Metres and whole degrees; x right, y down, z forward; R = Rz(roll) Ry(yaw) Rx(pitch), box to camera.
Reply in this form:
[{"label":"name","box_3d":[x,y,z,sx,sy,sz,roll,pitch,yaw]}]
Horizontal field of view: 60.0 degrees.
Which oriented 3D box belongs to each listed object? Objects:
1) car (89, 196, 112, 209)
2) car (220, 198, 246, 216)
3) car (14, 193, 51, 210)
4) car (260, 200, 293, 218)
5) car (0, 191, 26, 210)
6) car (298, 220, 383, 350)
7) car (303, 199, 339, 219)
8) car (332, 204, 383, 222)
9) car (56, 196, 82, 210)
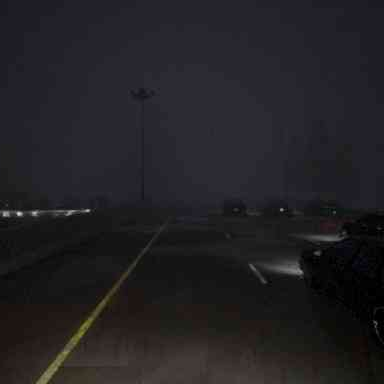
[{"label":"car","box_3d":[-10.811,1.233,39.511,1.837,1.490,4.892,0,0,-3]},{"label":"car","box_3d":[3.597,1.271,29.617,1.882,1.535,5.008,0,1,0]},{"label":"car","box_3d":[-17.739,1.216,37.846,1.882,1.535,5.008,0,0,-2]},{"label":"car","box_3d":[7.094,1.368,28.267,1.994,1.385,4.181,0,0,0]},{"label":"car","box_3d":[-21.269,0.954,38.979,2.150,2.045,5.566,0,0,-2]},{"label":"car","box_3d":[3.566,1.505,5.961,2.033,1.411,5.357,0,0,0]},{"label":"car","box_3d":[10.592,1.304,27.114,2.128,1.511,4.902,0,1,0]},{"label":"car","box_3d":[7.090,1.422,12.005,1.837,1.490,4.892,0,1,0]},{"label":"car","box_3d":[-14.284,1.237,38.887,1.837,1.490,4.892,0,0,-2]}]
